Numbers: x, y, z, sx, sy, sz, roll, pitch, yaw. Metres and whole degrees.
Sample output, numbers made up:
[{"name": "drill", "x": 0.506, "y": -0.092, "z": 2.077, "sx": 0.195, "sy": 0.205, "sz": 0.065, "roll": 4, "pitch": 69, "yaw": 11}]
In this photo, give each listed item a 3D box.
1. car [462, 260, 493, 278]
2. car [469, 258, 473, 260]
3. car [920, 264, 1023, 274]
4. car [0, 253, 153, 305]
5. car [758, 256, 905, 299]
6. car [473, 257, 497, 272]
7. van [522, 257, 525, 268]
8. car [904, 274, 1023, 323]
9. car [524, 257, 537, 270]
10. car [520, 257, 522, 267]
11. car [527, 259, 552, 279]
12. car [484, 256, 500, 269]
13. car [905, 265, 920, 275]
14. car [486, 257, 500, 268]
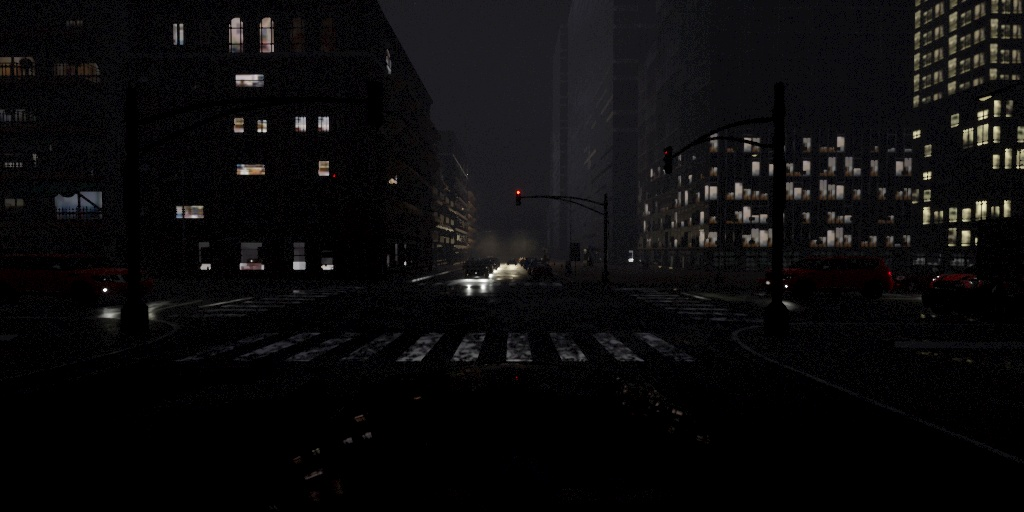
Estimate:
[{"name": "car", "x": -3.111, "y": 1.288, "z": 32.808, "sx": 1.994, "sy": 1.385, "sz": 4.181, "roll": 0, "pitch": 0, "yaw": 0}, {"name": "car", "x": -5.723, "y": 1.266, "z": 49.367, "sx": 1.948, "sy": 1.339, "sz": 4.313, "roll": 0, "pitch": 0, "yaw": 0}, {"name": "car", "x": 24.095, "y": 1.188, "z": 17.978, "sx": 4.553, "sy": 1.767, "sz": 2.097, "roll": 0, "pitch": 1, "yaw": 1}, {"name": "car", "x": -18.849, "y": 0.910, "z": 15.336, "sx": 5.566, "sy": 2.045, "sz": 2.150, "roll": 0, "pitch": 1, "yaw": 1}, {"name": "car", "x": 15.703, "y": 1.018, "z": 18.088, "sx": 5.566, "sy": 2.045, "sz": 2.150, "roll": 0, "pitch": 1, "yaw": 1}, {"name": "car", "x": -3.124, "y": 1.217, "z": 41.546, "sx": 1.837, "sy": 1.490, "sz": 4.892, "roll": 0, "pitch": 0, "yaw": 0}, {"name": "van", "x": 2.625, "y": 1.041, "z": 49.406, "sx": 1.690, "sy": 1.789, "sz": 3.998, "roll": 0, "pitch": 0, "yaw": 0}, {"name": "car", "x": 16.708, "y": 1.445, "z": 12.171, "sx": 4.403, "sy": 1.370, "sz": 2.007, "roll": 0, "pitch": 0, "yaw": 1}, {"name": "car", "x": 2.633, "y": 1.156, "z": 38.114, "sx": 1.967, "sy": 1.591, "sz": 4.097, "roll": 0, "pitch": 0, "yaw": 0}, {"name": "car", "x": 2.621, "y": 1.236, "z": 55.052, "sx": 1.888, "sy": 1.381, "sz": 4.507, "roll": 0, "pitch": 0, "yaw": 0}, {"name": "car", "x": 2.636, "y": 1.269, "z": 32.468, "sx": 1.888, "sy": 1.381, "sz": 4.507, "roll": 0, "pitch": 0, "yaw": 0}, {"name": "car", "x": -3.117, "y": 1.050, "z": 50.783, "sx": 2.097, "sy": 1.767, "sz": 4.553, "roll": 0, "pitch": 0, "yaw": 0}, {"name": "car", "x": 23.361, "y": 1.229, "z": 20.723, "sx": 4.097, "sy": 1.591, "sz": 1.967, "roll": 0, "pitch": 0, "yaw": 1}, {"name": "car", "x": -3.100, "y": 1.033, "z": 60.690, "sx": 2.097, "sy": 1.767, "sz": 4.553, "roll": 0, "pitch": 0, "yaw": 0}]
